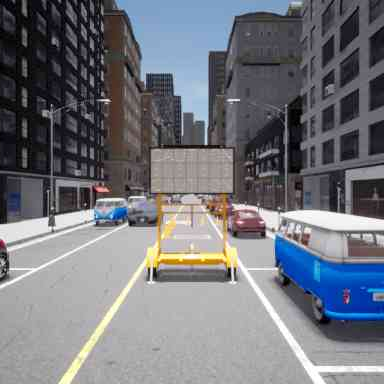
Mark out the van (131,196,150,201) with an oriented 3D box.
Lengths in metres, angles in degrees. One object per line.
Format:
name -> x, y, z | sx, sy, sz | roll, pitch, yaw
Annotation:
van -> -5.668, 1.341, 34.360 | 1.690, 1.788, 3.998 | 0, 0, 0

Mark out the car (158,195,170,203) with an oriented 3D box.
car -> -5.667, 1.452, 67.369 | 1.967, 1.590, 4.097 | 0, 0, 0

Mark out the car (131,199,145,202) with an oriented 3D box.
car -> -5.668, 1.550, 28.859 | 2.008, 1.369, 4.403 | 0, 0, 0

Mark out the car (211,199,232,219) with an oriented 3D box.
car -> 2.858, 1.582, 28.858 | 1.802, 1.307, 4.206 | 0, 0, 0

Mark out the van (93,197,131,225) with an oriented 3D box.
van -> -5.669, 1.340, 23.359 | 1.690, 1.788, 3.998 | 0, 0, 0

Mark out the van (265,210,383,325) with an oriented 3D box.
van -> 2.856, 1.341, 6.853 | 1.690, 1.788, 3.998 | 0, 0, 0

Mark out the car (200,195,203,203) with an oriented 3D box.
car -> 2.858, 1.557, 56.365 | 2.008, 1.369, 4.403 | 0, 0, 0

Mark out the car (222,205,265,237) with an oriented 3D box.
car -> 2.857, 1.581, 17.856 | 1.802, 1.307, 4.206 | 0, 0, 0

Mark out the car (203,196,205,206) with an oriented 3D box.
car -> 2.858, 1.443, 45.363 | 1.967, 1.590, 4.097 | 0, 0, 0

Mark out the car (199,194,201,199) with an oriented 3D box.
car -> 2.859, 1.578, 67.368 | 1.947, 1.339, 4.313 | 0, 0, 0

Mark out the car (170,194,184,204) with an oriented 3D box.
car -> -2.998, 1.574, 62.631 | 1.994, 1.385, 4.181 | 0, 0, 0

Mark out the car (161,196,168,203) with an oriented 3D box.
car -> -5.667, 1.573, 56.366 | 1.947, 1.339, 4.313 | 0, 0, 0

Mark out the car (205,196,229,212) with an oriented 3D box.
car -> 2.857, 1.315, 34.360 | 2.192, 1.841, 5.009 | 0, 0, 0

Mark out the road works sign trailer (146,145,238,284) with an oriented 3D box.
road works sign trailer -> 0.001, 0.464, 9.532 | 2.380, 3.560, 2.880 | 0, 0, 0

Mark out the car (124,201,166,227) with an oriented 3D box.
car -> -3.099, 1.563, 22.805 | 1.994, 1.385, 4.181 | 0, 0, 0

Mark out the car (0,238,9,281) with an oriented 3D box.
car -> -5.669, 1.440, 6.854 | 1.967, 1.590, 4.097 | 0, 0, 0

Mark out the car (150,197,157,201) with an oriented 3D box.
car -> -5.667, 1.567, 39.862 | 1.947, 1.339, 4.313 | 0, 0, 0
